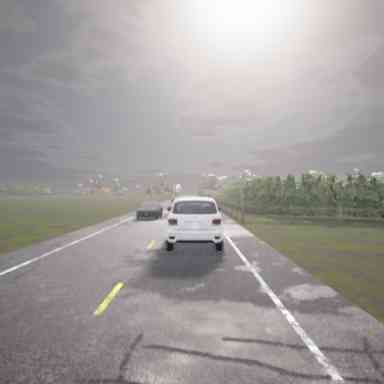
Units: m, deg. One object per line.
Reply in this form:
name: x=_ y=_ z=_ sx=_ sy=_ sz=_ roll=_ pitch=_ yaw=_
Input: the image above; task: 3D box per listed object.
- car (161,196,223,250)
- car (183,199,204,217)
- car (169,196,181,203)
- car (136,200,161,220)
car: x=0.099 y=1.233 z=14.399 sx=2.150 sy=2.045 sz=5.566 roll=0 pitch=0 yaw=0
car: x=0.102 y=1.501 z=32.384 sx=1.882 sy=1.535 sz=5.008 roll=0 pitch=0 yaw=0
car: x=-3.490 y=1.575 z=69.260 sx=2.033 sy=1.411 sz=5.357 roll=0 pitch=0 yaw=0
car: x=-3.595 y=1.498 z=28.625 sx=1.882 sy=1.535 sz=5.008 roll=0 pitch=0 yaw=0
